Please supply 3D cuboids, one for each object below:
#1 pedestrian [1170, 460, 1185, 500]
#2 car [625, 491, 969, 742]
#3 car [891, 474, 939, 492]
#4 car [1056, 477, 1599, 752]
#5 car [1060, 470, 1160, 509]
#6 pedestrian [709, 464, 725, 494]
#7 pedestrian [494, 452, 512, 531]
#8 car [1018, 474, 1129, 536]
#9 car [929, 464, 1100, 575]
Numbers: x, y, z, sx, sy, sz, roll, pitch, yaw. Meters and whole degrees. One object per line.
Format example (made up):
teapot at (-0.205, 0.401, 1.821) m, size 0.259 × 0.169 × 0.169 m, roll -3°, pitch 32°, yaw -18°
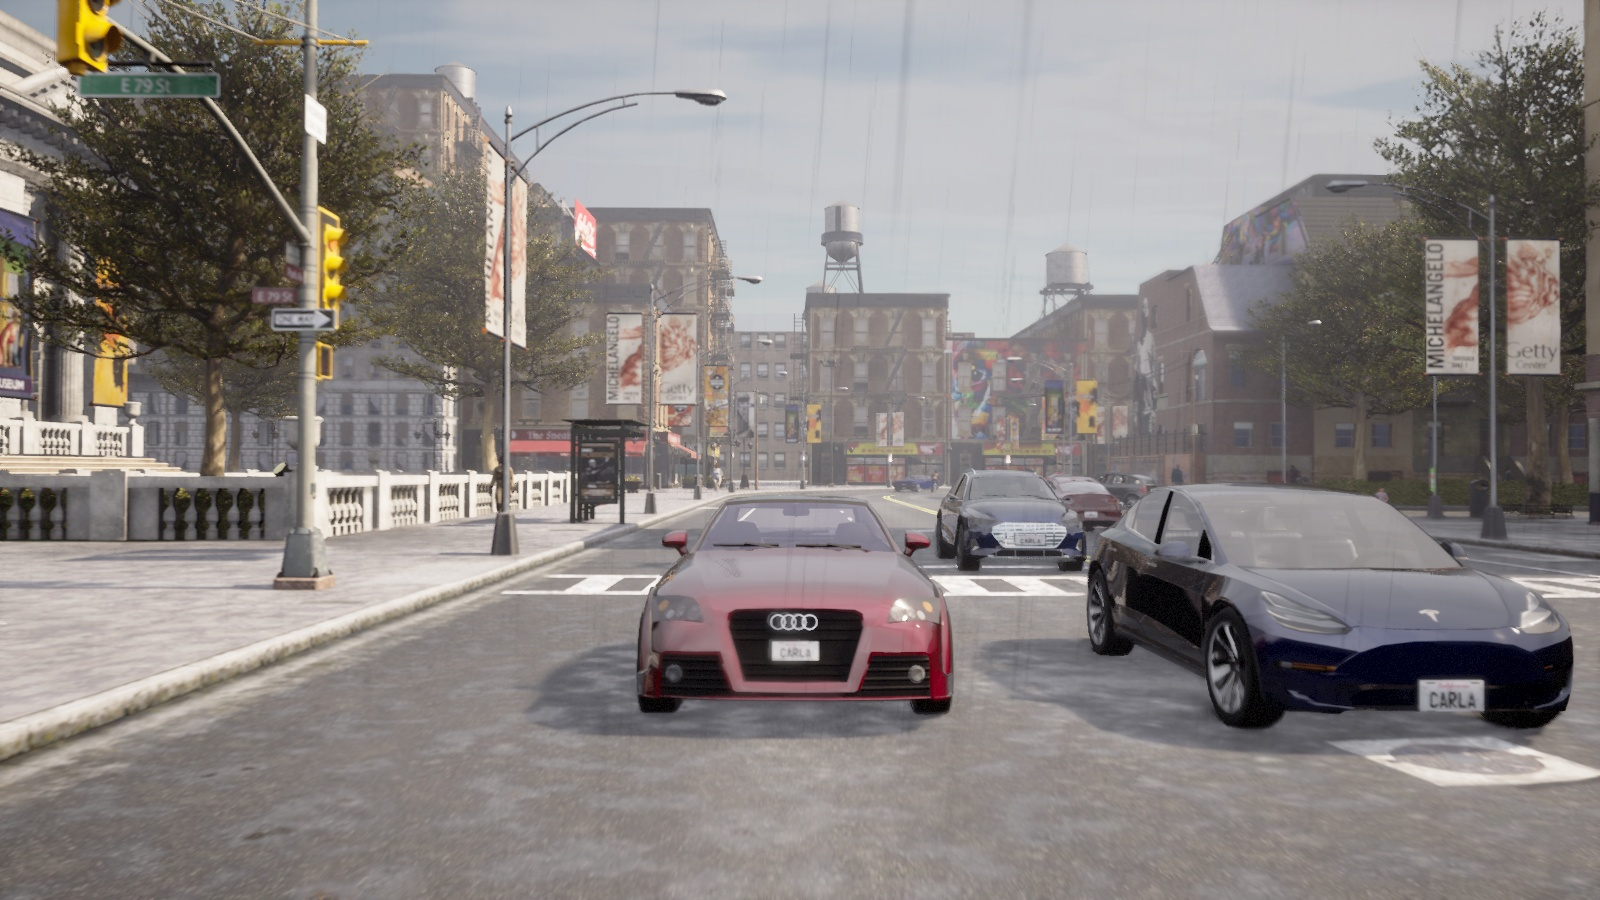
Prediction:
pedestrian at (17.627, 1.383, 58.653) m, size 0.402 × 1.842 × 0.726 m, roll 0°, pitch -1°, yaw -10°
car at (-0.022, 1.036, 9.393) m, size 1.994 × 1.385 × 4.181 m, roll 0°, pitch -1°, yaw 0°
car at (8.710, 2.468, 94.838) m, size 1.895 × 1.301 × 4.718 m, roll -1°, pitch -1°, yaw 28°
car at (3.544, 0.957, 9.354) m, size 2.163 × 1.488 × 4.792 m, roll 0°, pitch -1°, yaw -2°
car at (13.039, 1.628, 52.903) m, size 3.705 × 1.549 × 1.789 m, roll -1°, pitch -1°, yaw 38°
pedestrian at (-5.255, 1.822, 79.426) m, size 0.874 × 1.855 × 0.900 m, roll 0°, pitch -1°, yaw 2°
pedestrian at (-7.405, 1.025, 31.322) m, size 0.396 × 1.930 × 0.692 m, roll 0°, pitch -1°, yaw -8°
car at (6.923, 1.353, 32.293) m, size 1.812 × 1.442 × 4.674 m, roll 0°, pitch -1°, yaw 0°
car at (3.449, 1.086, 21.195) m, size 2.033 × 1.649 × 4.856 m, roll 0°, pitch -1°, yaw 0°
